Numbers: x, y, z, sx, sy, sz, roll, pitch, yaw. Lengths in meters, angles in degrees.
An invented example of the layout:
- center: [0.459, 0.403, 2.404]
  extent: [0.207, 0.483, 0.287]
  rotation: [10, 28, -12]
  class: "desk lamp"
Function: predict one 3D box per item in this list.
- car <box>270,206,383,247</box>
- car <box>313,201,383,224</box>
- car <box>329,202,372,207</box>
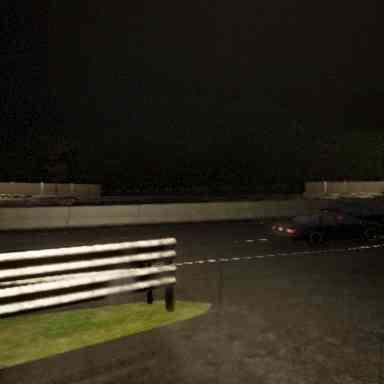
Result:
- center: [6.339, 1.631, 15.528]
  extent: [5.357, 1.411, 2.033]
  rotation: [-2, 0, -17]
  class: "car"
- center: [11.869, 1.437, 24.568]
  extent: [5.357, 1.411, 2.033]
  rotation: [-1, 1, -17]
  class: "car"
- center: [10.633, 1.508, 20.523]
  extent: [5.357, 1.411, 2.033]
  rotation: [-1, 1, -17]
  class: "car"
